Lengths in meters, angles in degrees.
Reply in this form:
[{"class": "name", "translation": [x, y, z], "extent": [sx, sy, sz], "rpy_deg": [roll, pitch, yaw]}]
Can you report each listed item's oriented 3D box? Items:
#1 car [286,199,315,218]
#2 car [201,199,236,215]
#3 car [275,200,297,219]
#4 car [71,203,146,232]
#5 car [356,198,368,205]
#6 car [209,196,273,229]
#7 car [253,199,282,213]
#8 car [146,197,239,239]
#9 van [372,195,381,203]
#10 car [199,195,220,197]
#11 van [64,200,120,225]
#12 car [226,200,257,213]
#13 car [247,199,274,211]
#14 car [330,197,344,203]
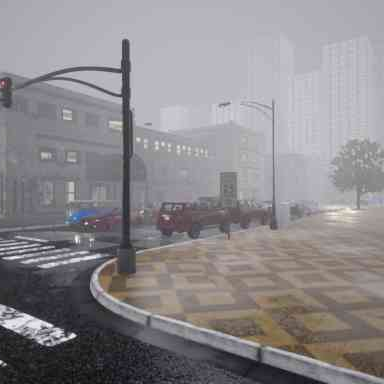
[{"class": "car", "translation": [9.783, 1.657, 31.273], "extent": [1.947, 1.339, 4.313], "rpy_deg": [-1, -1, 35]}, {"class": "car", "translation": [2.945, 1.570, 36.120], "extent": [1.967, 1.590, 4.097], "rpy_deg": [-1, -1, 35]}, {"class": "car", "translation": [6.587, 1.616, 26.767], "extent": [1.887, 1.381, 4.507], "rpy_deg": [-1, -1, 35]}, {"class": "car", "translation": [-4.889, 1.623, 20.597], "extent": [1.994, 1.385, 4.181], "rpy_deg": [0, 0, 35]}, {"class": "car", "translation": [32.151, 1.802, 62.815], "extent": [2.008, 1.369, 4.403], "rpy_deg": [-1, -1, 35]}, {"class": "car", "translation": [3.390, 1.368, 22.263], "extent": [2.192, 1.841, 5.009], "rpy_deg": [-1, -1, 35]}, {"class": "car", "translation": [9.274, 1.671, 40.524], "extent": [1.812, 1.442, 4.674], "rpy_deg": [0, 0, 36]}, {"class": "car", "translation": [0.195, 1.350, 17.757], "extent": [2.192, 1.841, 5.009], "rpy_deg": [-1, -1, 35]}, {"class": "van", "translation": [44.931, 1.694, 80.842], "extent": [1.690, 1.788, 3.998], "rpy_deg": [-1, -1, 35]}, {"class": "car", "translation": [1.475, 1.319, 29.567], "extent": [2.150, 2.045, 5.566], "rpy_deg": [0, -1, 35]}, {"class": "van", "translation": [-6.642, 1.414, 22.602], "extent": [1.690, 1.788, 3.998], "rpy_deg": [-1, 0, 35]}, {"class": "car", "translation": [6.140, 1.701, 40.624], "extent": [2.008, 1.369, 4.403], "rpy_deg": [-1, -1, 35]}, {"class": "car", "translation": [9.336, 1.723, 45.130], "extent": [2.008, 1.369, 4.403], "rpy_deg": [-1, -1, 35]}, {"class": "car", "translation": [34.899, 1.916, 81.179], "extent": [2.008, 1.369, 4.403], "rpy_deg": [-1, -1, 35]}]
